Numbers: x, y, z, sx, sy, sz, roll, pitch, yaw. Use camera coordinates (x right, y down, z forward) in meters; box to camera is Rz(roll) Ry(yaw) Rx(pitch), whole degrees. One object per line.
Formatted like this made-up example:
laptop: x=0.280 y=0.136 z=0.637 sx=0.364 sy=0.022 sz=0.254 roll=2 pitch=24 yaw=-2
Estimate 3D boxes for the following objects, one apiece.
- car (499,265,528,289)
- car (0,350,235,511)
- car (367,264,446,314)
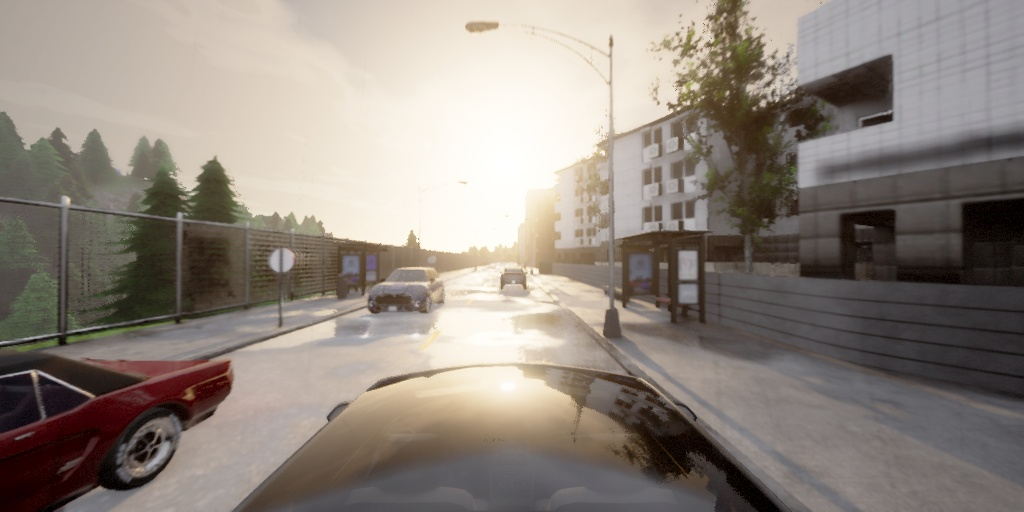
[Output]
car: x=0.103 y=1.527 z=26.138 sx=1.837 sy=1.490 sz=4.892 roll=0 pitch=-1 yaw=0
car: x=-4.099 y=1.351 z=1.834 sx=1.895 sy=1.301 sz=4.718 roll=0 pitch=-1 yaw=0
car: x=-4.083 y=1.245 z=14.554 sx=2.097 sy=1.767 sz=4.553 roll=0 pitch=-1 yaw=0
